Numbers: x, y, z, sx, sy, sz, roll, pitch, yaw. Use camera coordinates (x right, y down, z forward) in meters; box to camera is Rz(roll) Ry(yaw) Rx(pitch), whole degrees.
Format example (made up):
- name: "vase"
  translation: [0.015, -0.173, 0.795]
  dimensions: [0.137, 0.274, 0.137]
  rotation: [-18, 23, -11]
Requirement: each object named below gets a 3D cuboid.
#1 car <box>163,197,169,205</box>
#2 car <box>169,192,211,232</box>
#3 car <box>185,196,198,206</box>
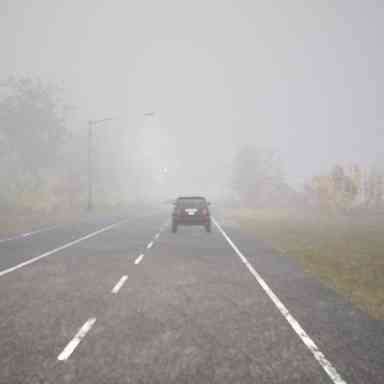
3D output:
- name: "car"
  translation: [-3.699, 1.554, 56.159]
  dimensions: [1.895, 1.301, 4.718]
  rotation: [0, 0, 2]
- name: "car"
  translation: [-0.039, 1.219, 20.437]
  dimensions: [2.150, 2.045, 5.566]
  rotation: [0, 0, 0]
- name: "car"
  translation: [-0.108, 1.497, 55.567]
  dimensions: [2.033, 1.411, 5.357]
  rotation: [0, 0, 0]
